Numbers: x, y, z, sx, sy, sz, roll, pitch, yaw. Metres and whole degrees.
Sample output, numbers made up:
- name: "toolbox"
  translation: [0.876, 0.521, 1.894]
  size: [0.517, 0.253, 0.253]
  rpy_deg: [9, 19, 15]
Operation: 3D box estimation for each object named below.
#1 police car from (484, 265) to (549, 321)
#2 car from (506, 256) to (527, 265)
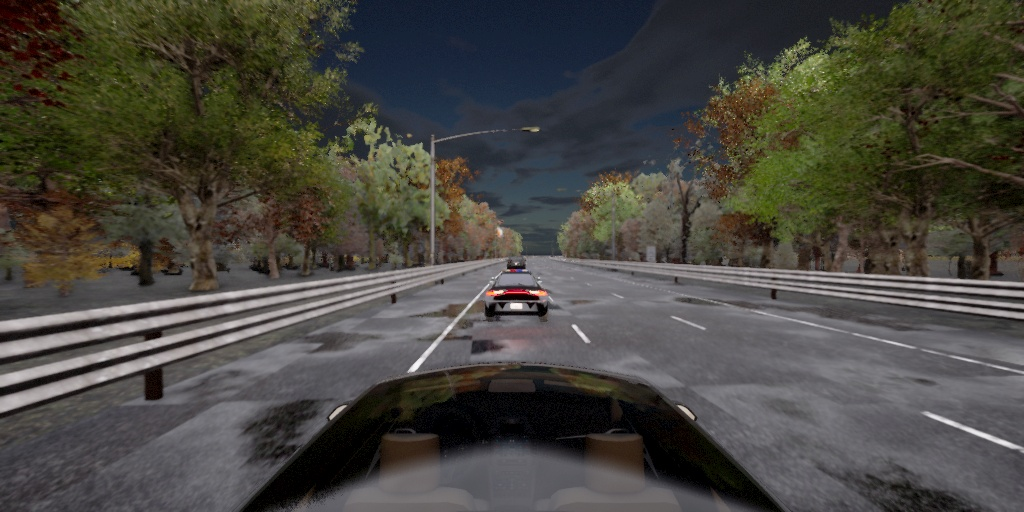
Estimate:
- name: "police car"
  translation: [0.141, 1.255, 12.649]
  size: [2.038, 1.542, 4.974]
  rpy_deg: [0, 0, 0]
- name: "car"
  translation: [0.510, 0.970, 42.140]
  size: [2.150, 2.045, 5.566]
  rpy_deg: [0, 0, 1]
